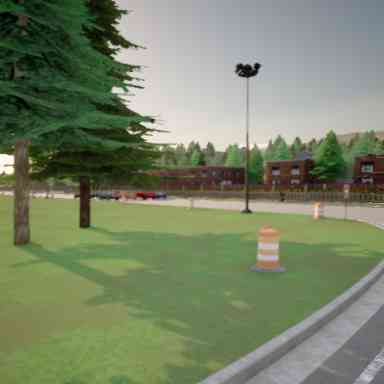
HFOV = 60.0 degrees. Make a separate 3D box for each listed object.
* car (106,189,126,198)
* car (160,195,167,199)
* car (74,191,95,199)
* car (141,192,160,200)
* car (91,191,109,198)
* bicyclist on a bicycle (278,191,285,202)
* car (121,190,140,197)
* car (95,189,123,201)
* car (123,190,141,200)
[{"bbox_3d":[-15.917,0.238,69.296,2.097,1.767,4.553,-1,1,-41],"label":"car"},{"bbox_3d":[-6.642,0.653,64.151,1.812,1.442,4.674,-1,1,-40],"label":"car"},{"bbox_3d":[-21.169,0.463,64.670,2.097,1.767,4.553,-1,1,-41],"label":"car"},{"bbox_3d":[-8.770,0.386,61.257,2.150,2.045,5.566,-1,1,-41],"label":"car"},{"bbox_3d":[-18.563,0.479,67.007,1.994,1.385,4.181,-1,1,-41],"label":"car"},{"bbox_3d":[12.903,0.661,48.044,1.656,1.620,0.582,-1,1,-41],"label":"bicyclist on a bicycle"},{"bbox_3d":[-13.312,0.353,71.635,1.837,1.490,4.892,-1,1,-41],"label":"car"},{"bbox_3d":[-14.258,0.723,56.908,1.837,1.490,4.892,-1,1,-41],"label":"car"},{"bbox_3d":[-11.756,0.539,59.366,2.097,1.767,4.553,-1,1,-41],"label":"car"}]
